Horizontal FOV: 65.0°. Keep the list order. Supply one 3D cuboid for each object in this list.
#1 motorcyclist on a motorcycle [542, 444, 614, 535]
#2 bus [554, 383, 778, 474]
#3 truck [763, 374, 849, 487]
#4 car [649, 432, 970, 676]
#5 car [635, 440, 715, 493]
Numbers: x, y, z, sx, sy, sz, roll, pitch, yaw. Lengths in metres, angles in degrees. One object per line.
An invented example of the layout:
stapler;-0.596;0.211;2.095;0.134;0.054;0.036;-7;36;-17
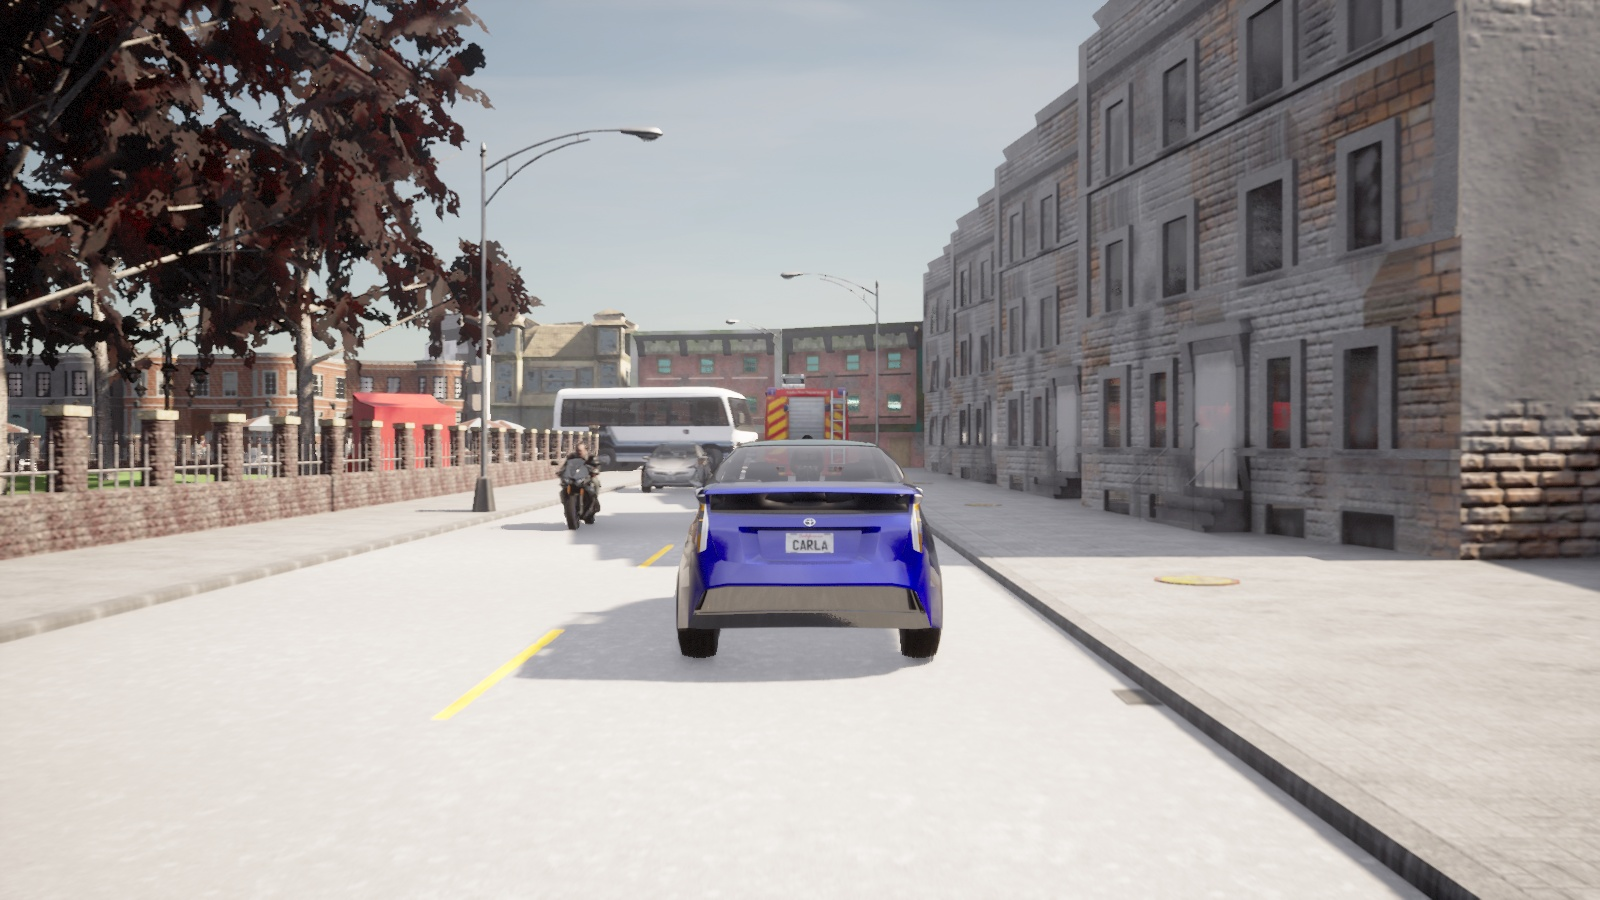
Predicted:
motorcyclist on a motorcycle;-3.873;0.654;22.095;0.866;1.530;2.191;0;0;0
bus;-6.629;-0.985;62.360;10.273;4.253;3.944;0;-1;18
truck;0.234;-0.680;46.553;2.891;3.827;8.468;0;0;0
car;0.072;0.636;10.105;2.007;1.525;4.514;0;0;0
car;-3.800;0.470;38.993;2.007;1.525;4.514;0;0;0
